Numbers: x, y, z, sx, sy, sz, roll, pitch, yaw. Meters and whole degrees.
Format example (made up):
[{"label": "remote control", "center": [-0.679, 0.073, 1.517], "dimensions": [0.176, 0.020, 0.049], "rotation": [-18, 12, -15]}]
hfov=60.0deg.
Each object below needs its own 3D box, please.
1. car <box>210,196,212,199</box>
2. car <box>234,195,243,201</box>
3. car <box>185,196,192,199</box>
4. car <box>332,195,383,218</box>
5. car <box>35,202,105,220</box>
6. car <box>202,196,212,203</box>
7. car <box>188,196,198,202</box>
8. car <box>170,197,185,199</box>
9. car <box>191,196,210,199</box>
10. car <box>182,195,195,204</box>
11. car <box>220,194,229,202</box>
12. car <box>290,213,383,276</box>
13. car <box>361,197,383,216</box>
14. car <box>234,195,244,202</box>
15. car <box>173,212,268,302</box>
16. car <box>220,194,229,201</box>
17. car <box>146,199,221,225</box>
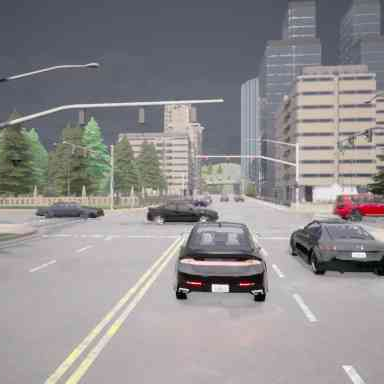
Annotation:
[{"label": "car", "center": [2.142, 1.601, 58.430], "dimensions": [1.895, 1.301, 4.718], "rotation": [0, 0, 6]}, {"label": "car", "center": [11.821, 1.537, 85.420], "dimensions": [2.033, 1.411, 5.357], "rotation": [0, 0, 5]}, {"label": "car", "center": [-1.644, 1.547, 55.715], "dimensions": [2.033, 1.411, 5.357], "rotation": [0, 0, 6]}, {"label": "car", "center": [13.675, 1.221, 25.355], "dimensions": [5.566, 2.045, 2.150], "rotation": [0, 0, 5]}, {"label": "car", "center": [-10.100, 1.548, 27.600], "dimensions": [5.357, 1.411, 2.033], "rotation": [0, 0, 5]}, {"label": "car", "center": [3.170, 1.505, 68.475], "dimensions": [1.837, 1.490, 4.892], "rotation": [0, 0, 6]}, {"label": "car", "center": [0.314, 1.595, 75.337], "dimensions": [1.895, 1.301, 4.718], "rotation": [0, 0, 5]}, {"label": "car", "center": [-2.527, 1.564, 46.515], "dimensions": [1.994, 1.385, 4.181], "rotation": [0, 0, 5]}, {"label": "car", "center": [1.255, 1.601, 49.309], "dimensions": [1.895, 1.301, 4.718], "rotation": [0, 0, 5]}, {"label": "car", "center": [-0.675, 1.478, 65.398], "dimensions": [1.882, 1.535, 5.008], "rotation": [0, 0, 6]}, {"label": "car", "center": [7.544, 1.549, 77.419], "dimensions": [1.994, 1.385, 4.181], "rotation": [0, 0, 5]}, {"label": "car", "center": [4.393, 1.564, 10.413], "dimensions": [1.994, 1.385, 4.181], "rotation": [0, 0, 5]}, {"label": "car", "center": [19.151, 1.352, 32.135], "dimensions": [4.553, 1.767, 2.097], "rotation": [0, 0, 7]}, {"label": "car", "center": [10.935, 1.591, 76.114], "dimensions": [1.895, 1.301, 4.718], "rotation": [0, 0, 5]}, {"label": "car", "center": [0.702, 1.492, 8.303], "dimensions": [2.128, 1.511, 4.902], "rotation": [0, 0, 5]}, {"label": "car", "center": [8.334, 1.353, 85.722], "dimensions": [2.097, 1.767, 4.553], "rotation": [0, 0, 5]}, {"label": "car", "center": [-0.673, 1.477, 23.193], "dimensions": [5.008, 1.535, 1.882], "rotation": [0, 0, 5]}]
